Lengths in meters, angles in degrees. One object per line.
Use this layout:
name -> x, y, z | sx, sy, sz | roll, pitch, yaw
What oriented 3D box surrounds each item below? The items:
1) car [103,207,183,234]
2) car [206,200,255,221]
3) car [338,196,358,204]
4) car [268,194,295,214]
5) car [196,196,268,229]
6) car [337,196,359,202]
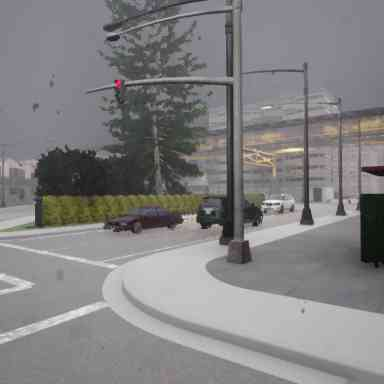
car -> -2.728, 1.602, 20.050 | 2.033, 1.411, 5.357 | -1, 0, 36
car -> 3.393, 1.534, 28.497 | 1.882, 1.535, 5.008 | -1, 0, 36
car -> 31.907, 1.521, 67.979 | 4.974, 1.542, 2.038 | 0, 0, -29
car -> 9.696, 1.280, 37.161 | 2.150, 2.045, 5.566 | -1, 0, 36
car -> 2.478, 1.242, 20.955 | 2.150, 2.045, 5.566 | -1, 0, 35
car -> 31.951, 1.364, 68.006 | 4.536, 1.218, 1.853 | 0, 0, -29
